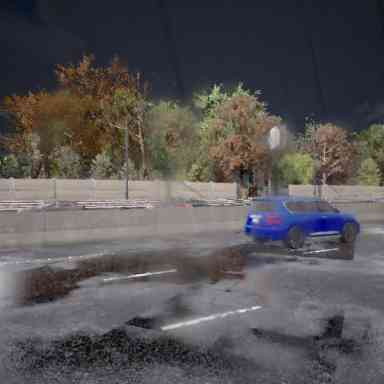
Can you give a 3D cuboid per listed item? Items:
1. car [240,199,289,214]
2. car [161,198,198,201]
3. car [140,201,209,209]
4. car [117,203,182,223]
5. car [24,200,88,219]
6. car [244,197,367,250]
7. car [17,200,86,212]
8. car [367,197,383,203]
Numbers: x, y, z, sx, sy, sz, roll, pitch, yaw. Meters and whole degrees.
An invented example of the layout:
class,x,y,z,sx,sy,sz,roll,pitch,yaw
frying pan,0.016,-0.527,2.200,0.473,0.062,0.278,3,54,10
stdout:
class,x,y,z,sx,sy,sz,roll,pitch,yaw
car,8.110,1.548,36.889,5.357,1.411,2.033,0,0,-30
car,-2.179,1.352,30.902,4.553,1.767,2.097,0,0,-30
car,-1.650,1.547,23.111,5.357,1.411,2.033,0,0,-30
car,-3.303,1.600,26.203,4.718,1.301,1.895,0,0,-30
car,-11.923,1.478,29.283,5.008,1.535,1.882,0,0,-30
car,4.831,1.221,14.503,5.566,2.045,2.150,0,0,-30
car,-10.886,1.492,25.837,4.902,1.511,2.128,0,0,-30
car,28.504,1.506,48.738,4.902,1.511,2.128,0,0,-30
